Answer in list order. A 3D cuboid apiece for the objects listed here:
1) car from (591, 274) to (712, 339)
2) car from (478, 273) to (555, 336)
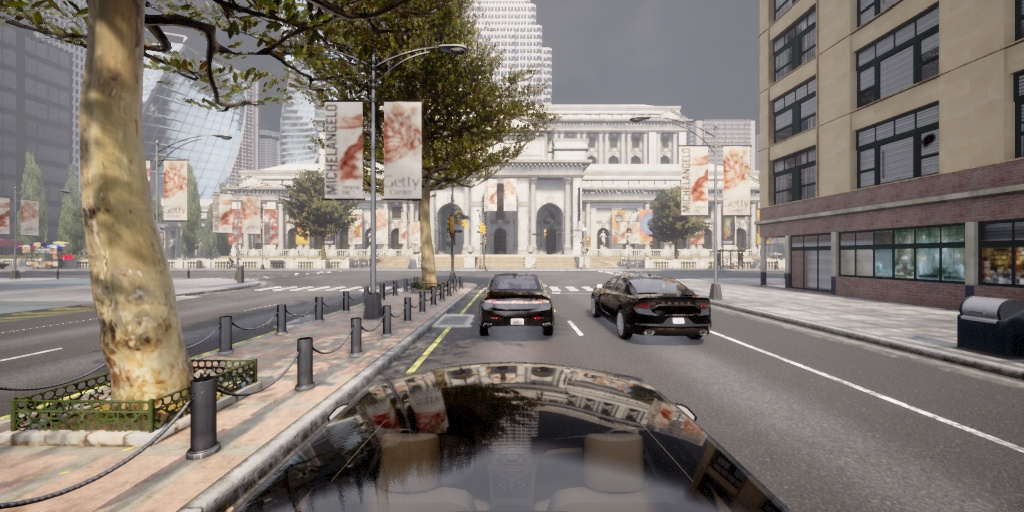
[{"bbox_3d":[3.565,1.228,10.109,1.882,1.535,5.008,0,0,0],"label":"car"},{"bbox_3d":[0.080,1.242,10.376,2.128,1.511,4.902,0,0,-1],"label":"car"}]
